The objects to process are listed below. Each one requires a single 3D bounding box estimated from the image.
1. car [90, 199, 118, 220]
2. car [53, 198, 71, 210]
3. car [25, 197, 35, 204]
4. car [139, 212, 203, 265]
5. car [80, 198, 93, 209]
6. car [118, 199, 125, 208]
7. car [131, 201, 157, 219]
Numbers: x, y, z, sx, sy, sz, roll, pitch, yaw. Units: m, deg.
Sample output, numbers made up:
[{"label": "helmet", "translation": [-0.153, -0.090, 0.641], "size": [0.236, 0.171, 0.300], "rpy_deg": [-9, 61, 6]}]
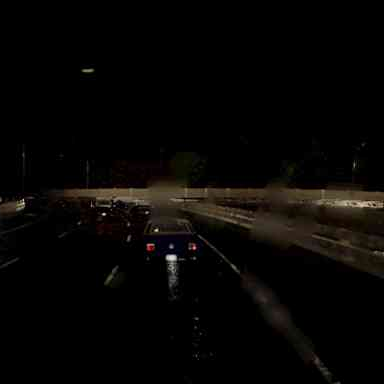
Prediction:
[{"label": "car", "translation": [-7.773, 1.554, 29.224], "size": [1.837, 1.490, 4.892], "rpy_deg": [0, 0, -16]}, {"label": "car", "translation": [-18.021, 1.605, 46.162], "size": [1.837, 1.490, 4.892], "rpy_deg": [0, 0, -26]}, {"label": "car", "translation": [-35.254, 1.711, 71.395], "size": [2.128, 1.511, 4.902], "rpy_deg": [0, 0, -44]}, {"label": "car", "translation": [-0.829, 1.611, 11.811], "size": [1.895, 1.301, 4.718], "rpy_deg": [0, 0, -6]}, {"label": "car", "translation": [-14.568, 1.613, 47.058], "size": [1.812, 1.442, 4.674], "rpy_deg": [0, 0, -26]}, {"label": "car", "translation": [-10.995, 1.637, 47.660], "size": [1.994, 1.385, 4.181], "rpy_deg": [0, 0, -25]}, {"label": "car", "translation": [-4.378, 1.528, 30.012], "size": [2.128, 1.511, 4.902], "rpy_deg": [0, 0, -16]}]
